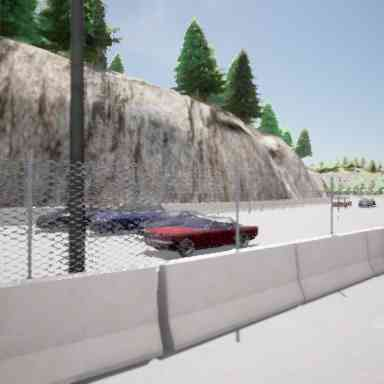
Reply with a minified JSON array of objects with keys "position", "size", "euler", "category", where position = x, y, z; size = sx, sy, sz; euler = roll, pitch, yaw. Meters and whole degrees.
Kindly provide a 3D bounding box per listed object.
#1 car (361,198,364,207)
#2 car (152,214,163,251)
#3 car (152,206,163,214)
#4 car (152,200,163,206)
[{"position":[26.413,1.568,50.004],"size":[2.128,1.511,4.902],"euler":[0,0,37],"category":"car"},{"position":[0.482,1.626,13.292],"size":[4.718,1.301,1.895],"euler":[0,0,-39],"category":"car"},{"position":[-0.672,1.597,16.879],"size":[4.181,1.385,1.994],"euler":[0,0,-39],"category":"car"},{"position":[-3.426,1.391,19.157],"size":[4.553,1.767,2.097],"euler":[0,0,-39],"category":"car"}]
